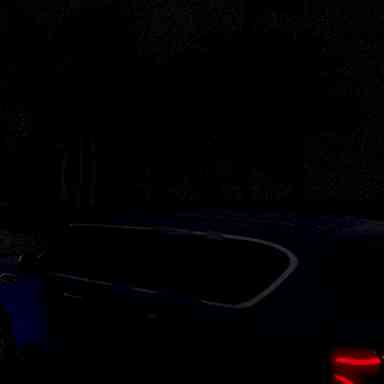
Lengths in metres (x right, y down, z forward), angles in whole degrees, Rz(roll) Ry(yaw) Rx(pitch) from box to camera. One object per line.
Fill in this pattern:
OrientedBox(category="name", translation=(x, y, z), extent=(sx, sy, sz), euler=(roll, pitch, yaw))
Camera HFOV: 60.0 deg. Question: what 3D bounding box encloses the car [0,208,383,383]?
OrientedBox(category="car", translation=(-0.466, 1.221, 4.016), extent=(5.566, 2.045, 2.150), euler=(0, 0, 35))
